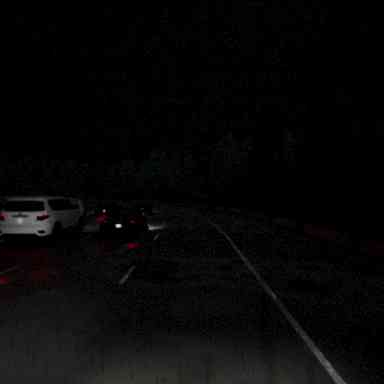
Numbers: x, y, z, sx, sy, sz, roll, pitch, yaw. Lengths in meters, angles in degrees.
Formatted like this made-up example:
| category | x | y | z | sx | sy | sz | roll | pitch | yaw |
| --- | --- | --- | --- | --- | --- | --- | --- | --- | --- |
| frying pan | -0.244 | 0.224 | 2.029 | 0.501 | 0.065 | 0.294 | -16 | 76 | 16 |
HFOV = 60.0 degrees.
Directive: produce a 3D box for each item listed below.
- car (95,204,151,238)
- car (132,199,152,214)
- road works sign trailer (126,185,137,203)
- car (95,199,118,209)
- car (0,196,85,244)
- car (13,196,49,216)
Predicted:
| category | x | y | z | sx | sy | sz | roll | pitch | yaw |
| --- | --- | --- | --- | --- | --- | --- | --- | --- | --- |
| car | -3.504 | 1.556 | 17.621 | 1.994 | 1.385 | 4.181 | 0 | 0 | -1 |
| car | -5.228 | 1.463 | 34.693 | 1.882 | 1.535 | 5.008 | 0 | 0 | -10 |
| road works sign trailer | -12.111 | 0.436 | 66.280 | 2.380 | 3.560 | 2.880 | 0 | 0 | -30 |
| car | -8.528 | 1.490 | 33.220 | 1.837 | 1.490 | 4.892 | 0 | 0 | -9 |
| car | -6.951 | 1.214 | 16.037 | 2.150 | 2.045 | 5.566 | 0 | 0 | -1 |
| car | -15.782 | 1.338 | 32.858 | 2.097 | 1.767 | 4.553 | 0 | 0 | -11 |
